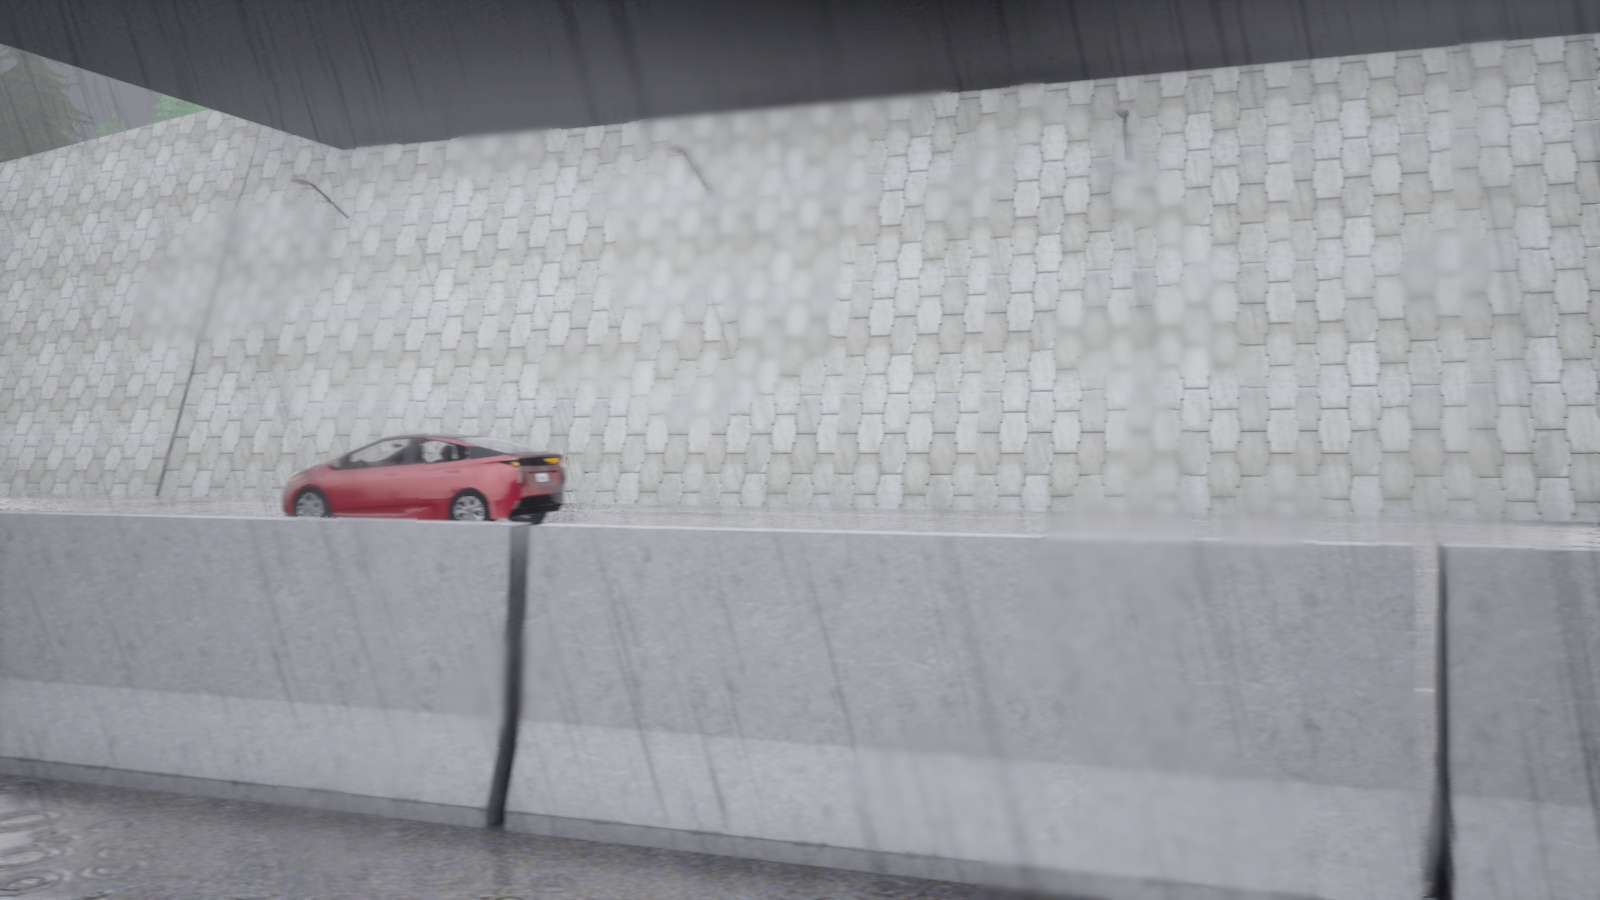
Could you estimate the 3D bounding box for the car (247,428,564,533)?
[{"bbox_3d":[-6.282,0.428,20.083,4.514,1.525,2.007,1,1,19],"label":"car"}]
